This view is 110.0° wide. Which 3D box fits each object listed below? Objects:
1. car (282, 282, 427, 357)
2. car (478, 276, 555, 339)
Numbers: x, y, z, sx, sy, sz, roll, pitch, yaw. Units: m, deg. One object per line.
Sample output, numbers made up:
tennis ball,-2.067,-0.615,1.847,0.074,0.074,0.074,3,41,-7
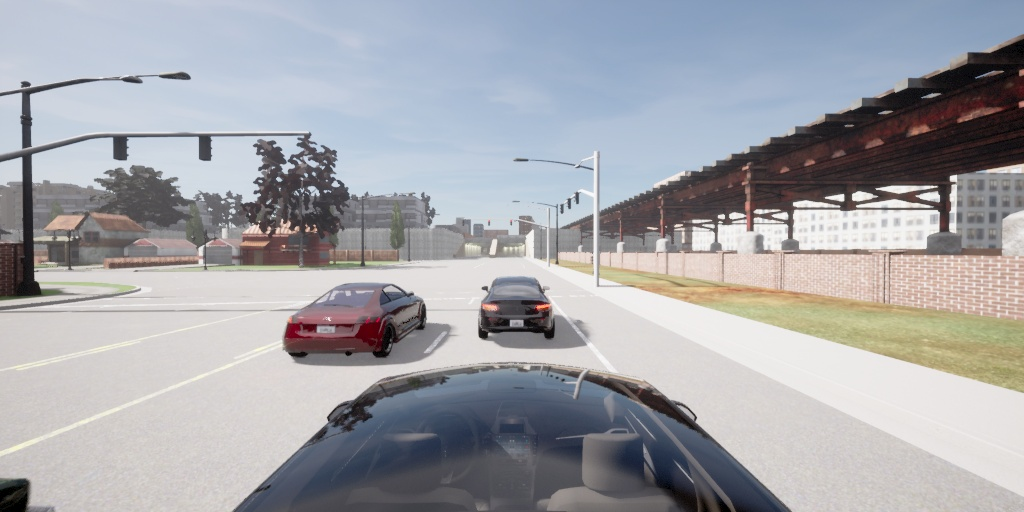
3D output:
car,-3.397,1.315,8.555,1.994,1.385,4.181,0,0,0
car,0.105,1.277,10.018,1.812,1.442,4.674,0,0,0
